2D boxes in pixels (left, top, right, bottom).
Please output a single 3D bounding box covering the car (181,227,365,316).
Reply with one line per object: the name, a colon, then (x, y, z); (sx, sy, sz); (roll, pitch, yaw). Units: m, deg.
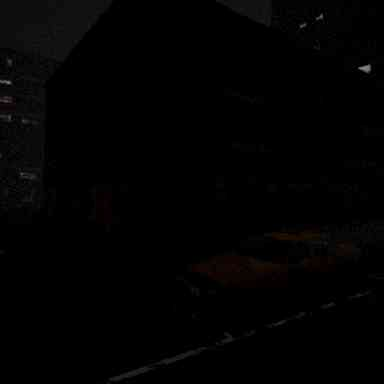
car: (2.038, 1.520, 7.526); (4.829, 1.417, 1.752); (0, 2, -35)
